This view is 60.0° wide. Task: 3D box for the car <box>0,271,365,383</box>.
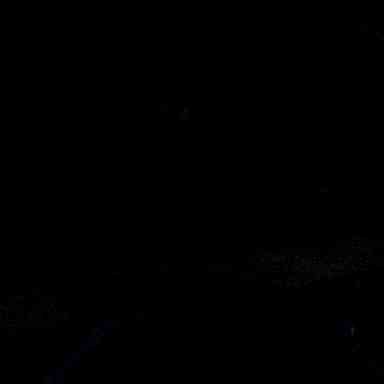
[{"bbox_3d":[-0.586,1.555,2.960,5.357,1.411,2.033,0,0,-36],"label":"car"}]
